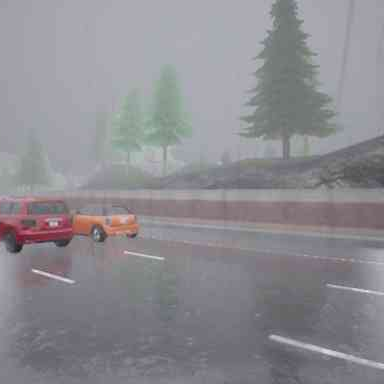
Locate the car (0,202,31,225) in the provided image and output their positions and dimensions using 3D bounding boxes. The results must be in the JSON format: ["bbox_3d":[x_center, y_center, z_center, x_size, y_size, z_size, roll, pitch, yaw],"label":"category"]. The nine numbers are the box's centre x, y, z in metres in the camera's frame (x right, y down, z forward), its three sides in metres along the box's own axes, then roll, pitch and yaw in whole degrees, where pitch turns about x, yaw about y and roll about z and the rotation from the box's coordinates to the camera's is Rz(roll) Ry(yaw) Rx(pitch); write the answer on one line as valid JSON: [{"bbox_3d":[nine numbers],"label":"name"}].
[{"bbox_3d":[-14.474,1.561,25.741,2.033,1.411,5.357,0,0,-44],"label":"car"}]

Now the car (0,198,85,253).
[{"bbox_3d":[-7.071,1.255,13.880,5.566,2.045,2.150,0,0,41],"label":"car"}]

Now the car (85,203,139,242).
[{"bbox_3d":[-4.747,1.363,16.497,4.553,1.767,2.097,0,0,41],"label":"car"}]
